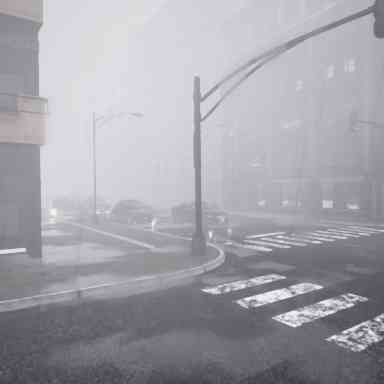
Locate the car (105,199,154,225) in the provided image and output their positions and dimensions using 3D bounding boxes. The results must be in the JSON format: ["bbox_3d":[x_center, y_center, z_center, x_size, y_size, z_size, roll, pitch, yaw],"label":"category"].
[{"bbox_3d":[-4.390,1.509,24.221,1.887,1.381,4.507,-1,1,-35],"label":"car"}]

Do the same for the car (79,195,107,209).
[{"bbox_3d":[-11.470,1.397,39.230,2.033,1.411,5.357,-1,1,-35],"label":"car"}]

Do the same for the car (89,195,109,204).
[{"bbox_3d":[-15.573,1.217,55.315,1.752,1.417,4.829,-1,1,-35],"label":"car"}]

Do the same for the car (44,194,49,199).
[{"bbox_3d":[-34.982,1.075,83.346,1.752,1.417,4.829,-1,1,-35],"label":"car"}]

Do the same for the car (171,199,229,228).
[{"bbox_3d":[0.419,1.434,22.043,2.128,1.511,4.902,-1,1,-35],"label":"car"}]

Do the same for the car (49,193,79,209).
[{"bbox_3d":[-15.894,1.313,41.059,1.967,1.590,4.097,-1,1,-35],"label":"car"}]

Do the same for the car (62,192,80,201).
[{"bbox_3d":[-25.183,0.935,69.189,2.192,1.841,5.009,-1,1,-35],"label":"car"}]

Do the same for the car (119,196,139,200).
[{"bbox_3d":[-5.467,1.374,30.548,1.882,1.535,5.008,-1,1,-35],"label":"car"}]

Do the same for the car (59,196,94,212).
[{"bbox_3d":[-12.658,1.448,36.388,2.008,1.369,4.403,-1,1,-35],"label":"car"}]

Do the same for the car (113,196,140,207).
[{"bbox_3d":[-9.103,1.266,45.971,1.752,1.417,4.829,-1,1,-35],"label":"car"}]

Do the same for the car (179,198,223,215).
[{"bbox_3d":[0.782,1.360,31.879,1.887,1.381,4.507,-1,1,-35],"label":"car"}]

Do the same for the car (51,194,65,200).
[{"bbox_3d":[-31.651,1.124,78.535,2.008,1.369,4.403,-1,1,-35],"label":"car"}]
